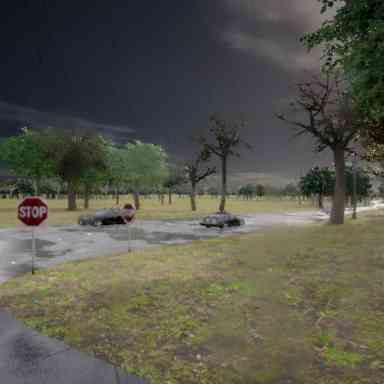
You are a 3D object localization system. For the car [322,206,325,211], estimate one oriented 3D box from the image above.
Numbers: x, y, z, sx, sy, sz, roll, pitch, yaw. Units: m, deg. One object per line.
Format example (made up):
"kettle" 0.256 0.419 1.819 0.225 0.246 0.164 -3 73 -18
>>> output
"car" 35.527 4.208 87.177 1.812 1.442 4.674 1 -1 36

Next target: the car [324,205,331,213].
"car" 31.868 4.046 75.240 1.895 1.301 4.718 1 -1 31

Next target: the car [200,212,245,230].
"car" 2.792 2.547 29.871 2.033 1.411 5.357 1 -1 36

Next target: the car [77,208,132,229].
"car" -7.191 2.165 27.999 1.882 1.535 5.008 1 -1 36
